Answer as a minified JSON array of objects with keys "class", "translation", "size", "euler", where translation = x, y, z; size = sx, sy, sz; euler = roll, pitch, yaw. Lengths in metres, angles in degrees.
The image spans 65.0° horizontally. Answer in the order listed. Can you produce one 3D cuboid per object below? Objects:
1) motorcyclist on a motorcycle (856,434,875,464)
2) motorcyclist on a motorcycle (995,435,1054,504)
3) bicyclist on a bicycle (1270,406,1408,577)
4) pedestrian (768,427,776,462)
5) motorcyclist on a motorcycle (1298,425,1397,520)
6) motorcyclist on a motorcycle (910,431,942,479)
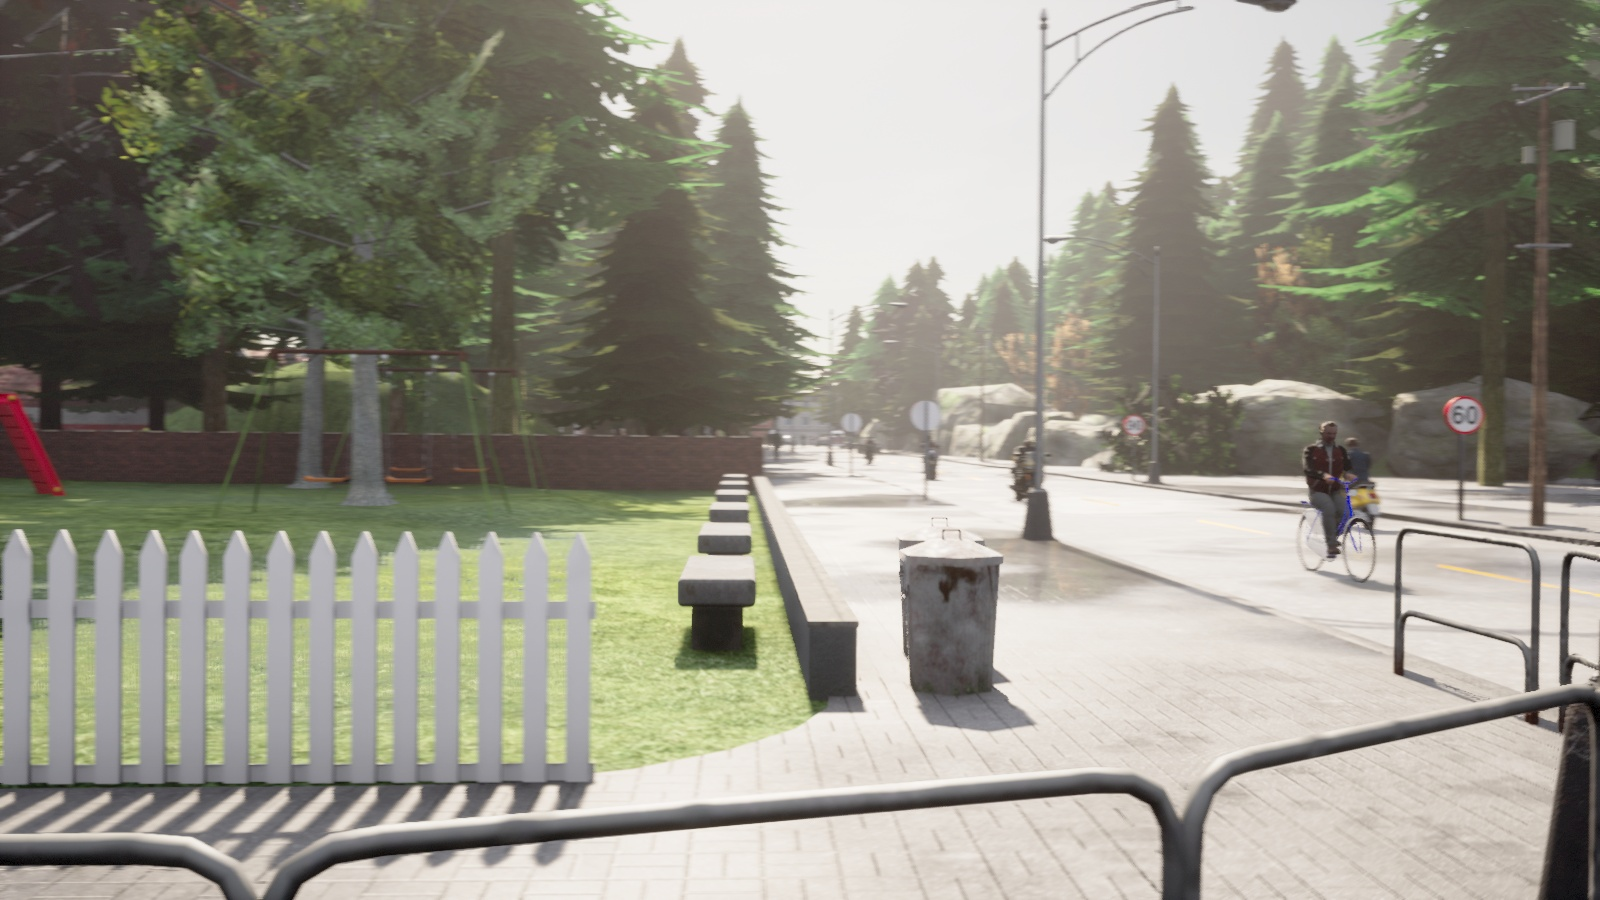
[{"class":"motorcyclist on a motorcycle","translation":[3.384,-0.045,65.188],"size":[0.797,1.523,2.044],"euler":[-1,1,-3]},{"class":"motorcyclist on a motorcycle","translation":[5.215,0.417,29.267],"size":[0.866,1.530,2.191],"euler":[-1,1,-3]},{"class":"bicyclist on a bicycle","translation":[5.995,0.426,14.073],"size":[0.659,1.776,1.843],"euler":[-1,0,-3]},{"class":"pedestrian","translation":[-1.492,-0.277,66.884],"size":[0.353,1.847,0.614],"euler":[-1,1,6]},{"class":"motorcyclist on a motorcycle","translation":[9.589,0.367,22.057],"size":[0.866,1.590,1.817],"euler":[-1,1,-3]},{"class":"motorcyclist on a motorcycle","translation":[4.436,0.160,44.368],"size":[0.766,1.649,2.350],"euler":[-1,1,-3]}]
